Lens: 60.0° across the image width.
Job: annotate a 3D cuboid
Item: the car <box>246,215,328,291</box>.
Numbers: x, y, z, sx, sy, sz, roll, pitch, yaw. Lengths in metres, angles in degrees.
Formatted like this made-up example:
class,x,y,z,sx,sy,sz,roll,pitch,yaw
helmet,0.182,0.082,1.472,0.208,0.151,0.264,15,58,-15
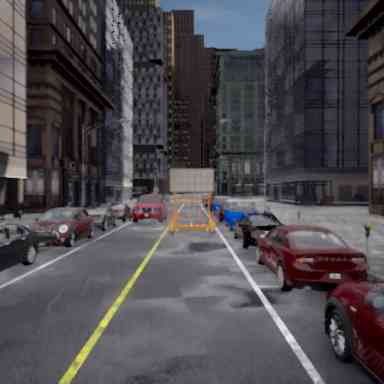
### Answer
class,x,y,z,sx,sy,sz,roll,pitch,yaw
car,2.852,1.540,8.861,1.887,1.381,4.507,0,0,0

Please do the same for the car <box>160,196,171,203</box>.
class,x,y,z,sx,sy,sz,roll,pitch,yaw
car,-5.674,1.504,70.997,1.947,1.339,4.313,0,0,0

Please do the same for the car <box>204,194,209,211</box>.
class,x,y,z,sx,sy,sz,roll,pitch,yaw
car,2.850,1.298,37.104,2.192,1.841,5.009,0,0,0

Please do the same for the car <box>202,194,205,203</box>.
class,x,y,z,sx,sy,sz,roll,pitch,yaw
car,2.850,1.288,48.402,2.192,1.841,5.009,0,0,0

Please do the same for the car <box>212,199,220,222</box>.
class,x,y,z,sx,sy,sz,roll,pitch,yaw
car,2.851,1.532,25.807,1.887,1.381,4.507,0,0,0

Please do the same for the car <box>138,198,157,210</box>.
class,x,y,z,sx,sy,sz,roll,pitch,yaw
car,-5.674,1.523,42.751,1.887,1.381,4.507,0,0,0

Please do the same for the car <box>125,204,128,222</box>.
class,x,y,z,sx,sy,sz,roll,pitch,yaw
car,-5.673,1.569,25.804,1.802,1.307,4.206,0,0,0

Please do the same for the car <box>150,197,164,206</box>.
class,x,y,z,sx,sy,sz,roll,pitch,yaw
car,-5.673,1.548,54.049,1.802,1.307,4.206,0,0,0

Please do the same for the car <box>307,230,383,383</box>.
class,x,y,z,sx,sy,sz,roll,pitch,yaw
car,2.852,1.438,3.213,1.967,1.590,4.097,0,0,0

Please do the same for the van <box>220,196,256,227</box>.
class,x,y,z,sx,sy,sz,roll,pitch,yaw
van,2.850,1.331,20.159,1.690,1.788,3.998,0,0,0

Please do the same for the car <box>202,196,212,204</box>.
class,x,y,z,sx,sy,sz,roll,pitch,yaw
car,2.852,1.531,65.349,1.802,1.307,4.206,0,0,0

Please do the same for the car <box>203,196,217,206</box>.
class,x,y,z,sx,sy,sz,roll,pitch,yaw
car,2.851,1.407,54.051,1.967,1.590,4.097,0,0,0

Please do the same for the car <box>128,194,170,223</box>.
class,x,y,z,sx,sy,sz,roll,pitch,yaw
car,-3.101,1.208,25.472,2.150,2.045,5.566,0,0,0

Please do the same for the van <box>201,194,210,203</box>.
class,x,y,z,sx,sy,sz,roll,pitch,yaw
van,2.851,1.280,70.997,1.690,1.788,3.998,0,0,0

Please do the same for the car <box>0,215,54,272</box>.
class,x,y,z,sx,sy,sz,roll,pitch,yaw
car,-5.673,1.546,8.857,2.008,1.369,4.403,0,0,0

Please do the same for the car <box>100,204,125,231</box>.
class,x,y,z,sx,sy,sz,roll,pitch,yaw
car,-5.673,1.541,20.155,2.008,1.369,4.403,0,0,0

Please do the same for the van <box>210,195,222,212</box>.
class,x,y,z,sx,sy,sz,roll,pitch,yaw
van,2.850,1.326,31.455,1.690,1.788,3.998,0,0,0

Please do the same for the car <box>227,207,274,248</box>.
class,x,y,z,sx,sy,sz,roll,pitch,yaw
car,2.852,1.559,14.510,1.947,1.339,4.313,0,0,0

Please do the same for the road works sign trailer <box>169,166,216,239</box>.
class,x,y,z,sx,sy,sz,roll,pitch,yaw
road works sign trailer,0.002,0.456,17.401,2.380,3.560,2.880,0,0,0

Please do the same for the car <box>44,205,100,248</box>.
class,x,y,z,sx,sy,sz,roll,pitch,yaw
car,-5.674,1.432,14.506,1.967,1.590,4.097,0,0,0
